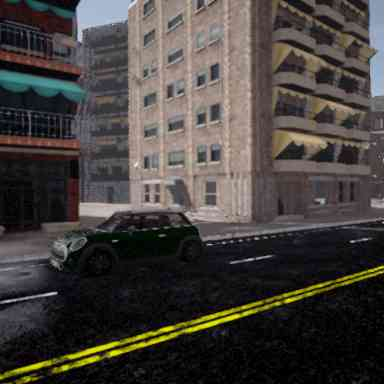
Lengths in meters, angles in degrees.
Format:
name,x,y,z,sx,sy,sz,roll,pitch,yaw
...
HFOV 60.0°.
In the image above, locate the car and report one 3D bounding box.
name,x,y,z,sx,sy,sz,roll,pitch,yaw
car,-1.894,1.351,10.365,4.553,1.767,2.097,0,0,-36
